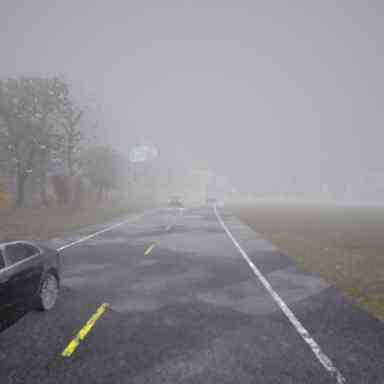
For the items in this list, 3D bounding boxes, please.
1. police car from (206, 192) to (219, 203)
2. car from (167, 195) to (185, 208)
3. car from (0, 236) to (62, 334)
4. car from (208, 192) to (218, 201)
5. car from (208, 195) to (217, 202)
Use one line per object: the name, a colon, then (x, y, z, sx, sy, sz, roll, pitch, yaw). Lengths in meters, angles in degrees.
police car: (3.628, 1.288, 63.182, 1.930, 1.638, 5.238, 0, 0, 5)
car: (-2.204, 1.243, 45.763, 2.097, 1.767, 4.553, 0, 0, 4)
car: (-3.561, 1.479, 4.818, 2.128, 1.511, 4.902, 0, 0, 0)
car: (5.062, 1.119, 78.985, 2.150, 2.045, 5.566, 0, 0, 6)
car: (4.481, 1.354, 73.002, 1.882, 1.535, 5.008, 0, 0, 5)
